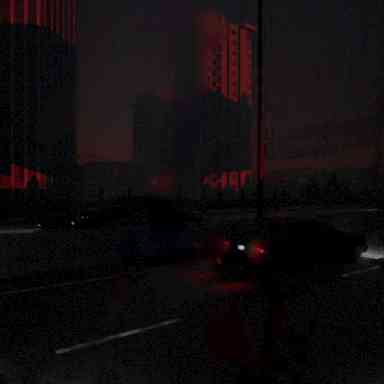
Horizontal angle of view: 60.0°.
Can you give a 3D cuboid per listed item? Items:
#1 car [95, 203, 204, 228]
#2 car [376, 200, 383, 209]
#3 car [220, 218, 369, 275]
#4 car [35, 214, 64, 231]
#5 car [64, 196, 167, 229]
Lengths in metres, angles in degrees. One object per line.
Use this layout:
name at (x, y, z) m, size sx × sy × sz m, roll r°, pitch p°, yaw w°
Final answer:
car at (-1.679, 1.494, 15.691) m, size 4.902 × 1.511 × 2.128 m, roll 0°, pitch 0°, yaw -35°
car at (26.523, 1.610, 44.436) m, size 4.674 × 1.442 × 1.812 m, roll 0°, pitch 0°, yaw -36°
car at (3.371, 1.551, 10.450) m, size 5.357 × 1.411 × 2.033 m, roll 0°, pitch 0°, yaw -35°
car at (-7.010, 1.603, 20.488) m, size 4.718 × 1.301 × 1.895 m, roll 0°, pitch 0°, yaw -35°
car at (-3.785, 1.224, 18.490) m, size 5.566 × 2.045 × 2.150 m, roll 0°, pitch 0°, yaw -36°
